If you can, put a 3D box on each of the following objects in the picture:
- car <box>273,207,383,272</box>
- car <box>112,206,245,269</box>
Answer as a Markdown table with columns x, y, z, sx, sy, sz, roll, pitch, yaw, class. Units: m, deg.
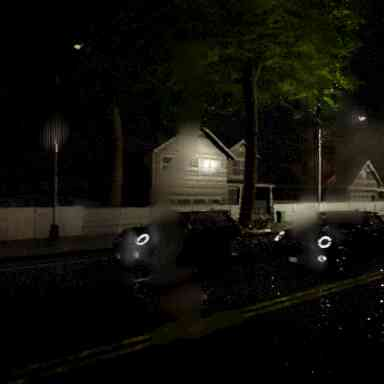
| x | y | z | sx | sy | sz | roll | pitch | yaw | class |
| --- | --- | --- | --- | --- | --- | --- | --- | --- | --- |
| 4.811 | 1.419 | 11.106 | 4.553 | 1.767 | 2.097 | 0 | 0 | -35 | car |
| -0.368 | 1.393 | 11.405 | 4.553 | 1.767 | 2.097 | 0 | 0 | -36 | car |
